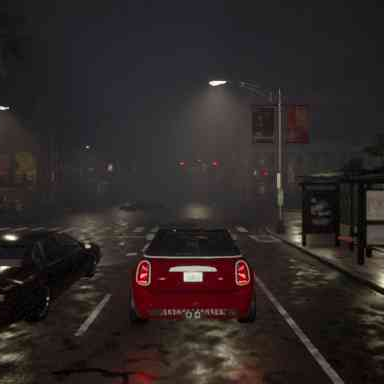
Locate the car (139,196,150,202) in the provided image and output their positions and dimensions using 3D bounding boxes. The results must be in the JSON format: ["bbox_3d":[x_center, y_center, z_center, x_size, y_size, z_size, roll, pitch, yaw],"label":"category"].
[{"bbox_3d":[-11.369,1.594,79.829,1.895,1.301,4.718,0,0,-1],"label":"car"}]

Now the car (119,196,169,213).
[{"bbox_3d":[-5.564,1.547,37.641,2.033,1.411,5.357,0,0,43],"label":"car"}]

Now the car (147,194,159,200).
[{"bbox_3d":[-10.634,1.354,90.128,2.097,1.767,4.553,0,0,9],"label":"car"}]

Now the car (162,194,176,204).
[{"bbox_3d":[-4.222,1.546,64.444,2.033,1.411,5.357,0,0,1],"label":"car"}]

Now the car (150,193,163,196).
[{"bbox_3d":[-7.761,1.477,69.961,1.882,1.535,5.008,0,0,-1],"label":"car"}]

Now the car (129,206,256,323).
[{"bbox_3d":[0.006,1.352,7.348,2.097,1.767,4.553,0,0,0],"label":"car"}]

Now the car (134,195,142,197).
[{"bbox_3d":[-11.258,1.354,69.655,2.097,1.767,4.553,0,0,-1],"label":"car"}]

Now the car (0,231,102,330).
[{"bbox_3d":[-3.494,1.547,7.141,2.033,1.411,5.357,0,0,0],"label":"car"}]
